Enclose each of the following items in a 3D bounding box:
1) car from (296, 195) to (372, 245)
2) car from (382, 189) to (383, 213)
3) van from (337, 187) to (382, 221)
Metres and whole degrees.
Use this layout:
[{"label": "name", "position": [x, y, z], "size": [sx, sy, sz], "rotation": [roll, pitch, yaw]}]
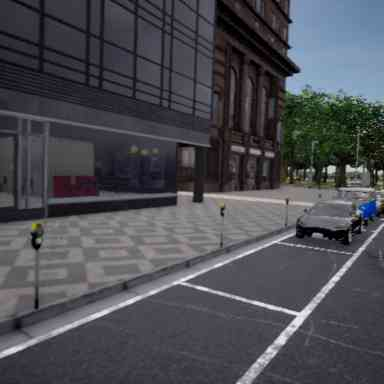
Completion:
[{"label": "car", "position": [5.410, 1.012, 12.751], "size": [1.947, 1.339, 4.313], "rotation": [4, 4, 34]}, {"label": "car", "position": [11.477, 0.697, 21.565], "size": [1.752, 1.417, 4.829], "rotation": [4, 4, 34]}, {"label": "van", "position": [8.499, 0.648, 17.216], "size": [1.690, 1.788, 3.998], "rotation": [4, 4, 34]}]
